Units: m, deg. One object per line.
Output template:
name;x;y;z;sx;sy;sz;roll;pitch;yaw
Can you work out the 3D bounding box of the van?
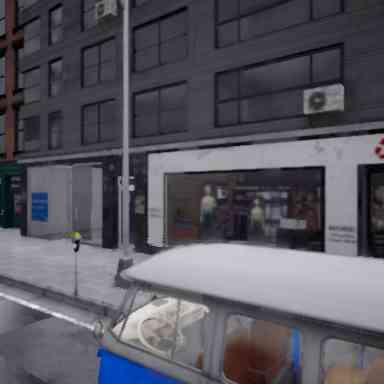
van;1.105;1.341;2.021;3.998;1.788;1.690;0;0;35
